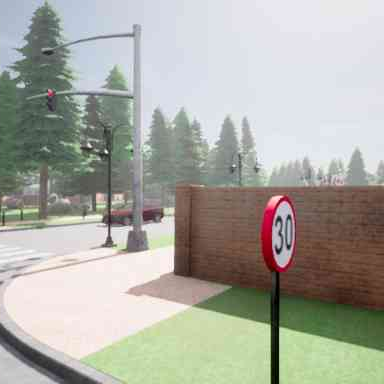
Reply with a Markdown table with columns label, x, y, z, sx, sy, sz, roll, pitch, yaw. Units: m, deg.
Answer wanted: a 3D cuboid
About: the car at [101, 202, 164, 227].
| label | x | y | z | sx | sy | sz | roll | pitch | yaw |
| --- | --- | --- | --- | --- | --- | --- | --- | --- | --- |
| car | -4.016 | 1.461 | 23.163 | 1.882 | 1.535 | 5.008 | 0 | 1 | 35 |
